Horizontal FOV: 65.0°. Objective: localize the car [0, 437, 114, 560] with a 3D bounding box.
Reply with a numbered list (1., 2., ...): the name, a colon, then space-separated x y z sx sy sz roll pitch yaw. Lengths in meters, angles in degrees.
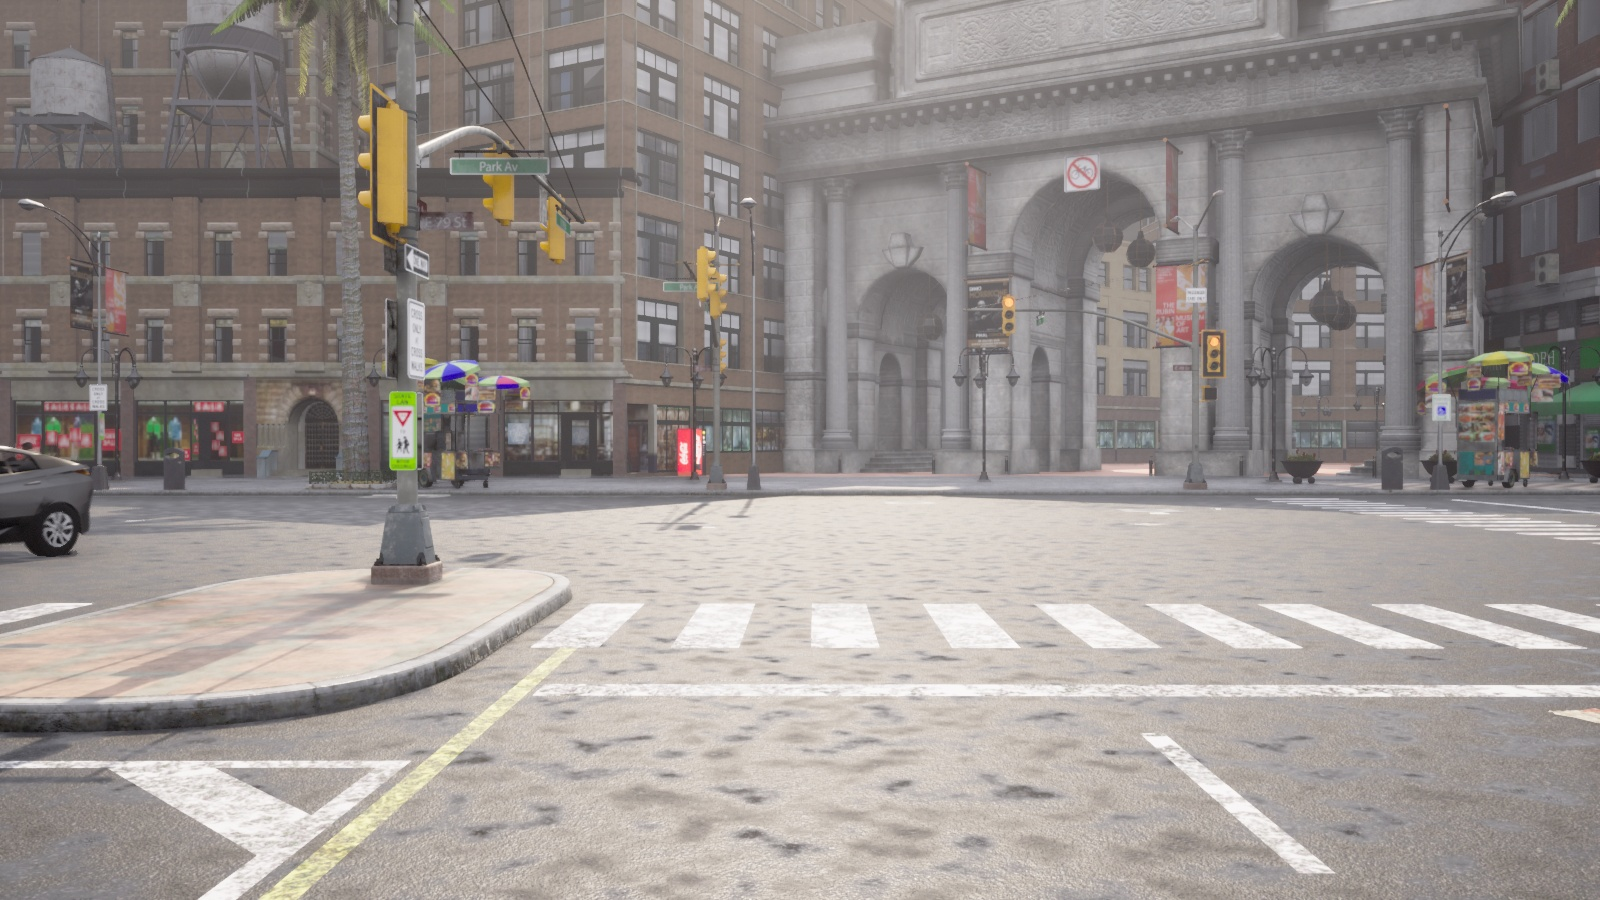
1. car: -10.991 0.597 15.345 2.007 1.525 4.514 0 0 15
